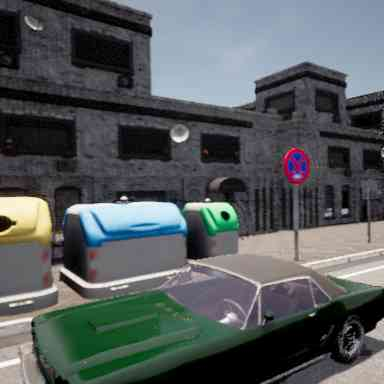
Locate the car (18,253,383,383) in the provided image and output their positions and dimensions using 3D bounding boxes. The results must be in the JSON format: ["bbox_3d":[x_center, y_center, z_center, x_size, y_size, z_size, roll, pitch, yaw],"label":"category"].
[{"bbox_3d":[0.455,1.590,4.279,4.718,1.301,1.895,0,0,-35],"label":"car"}]
